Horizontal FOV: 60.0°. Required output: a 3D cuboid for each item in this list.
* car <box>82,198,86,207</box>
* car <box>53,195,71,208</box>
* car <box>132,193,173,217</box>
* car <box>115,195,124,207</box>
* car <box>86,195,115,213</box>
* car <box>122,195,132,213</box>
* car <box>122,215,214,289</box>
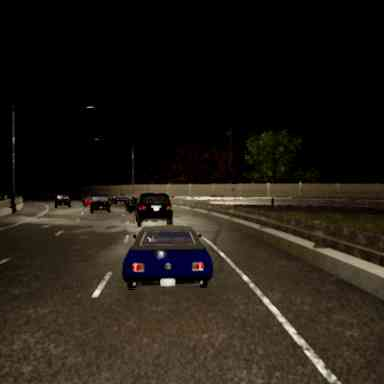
[{"bbox_3d":[-13.216,1.218,43.518,1.994,1.385,4.181,0,0,-21],"label":"car"},{"bbox_3d":[-16.449,1.157,42.257,2.128,1.511,4.902,0,0,-23],"label":"car"},{"bbox_3d":[-2.586,1.049,21.776,2.150,2.045,5.566,0,1,-12],"label":"car"},{"bbox_3d":[-9.783,1.138,44.430,2.128,1.511,4.902,0,0,-24],"label":"car"},{"bbox_3d":[-9.250,1.227,33.352,2.128,1.511,4.902,0,1,-18],"label":"car"},{"bbox_3d":[-5.547,1.300,33.255,1.994,1.385,4.181,0,1,-17],"label":"car"},{"bbox_3d":[-0.656,1.528,8.963,1.895,1.301,4.718,0,0,-4],"label":"car"}]
